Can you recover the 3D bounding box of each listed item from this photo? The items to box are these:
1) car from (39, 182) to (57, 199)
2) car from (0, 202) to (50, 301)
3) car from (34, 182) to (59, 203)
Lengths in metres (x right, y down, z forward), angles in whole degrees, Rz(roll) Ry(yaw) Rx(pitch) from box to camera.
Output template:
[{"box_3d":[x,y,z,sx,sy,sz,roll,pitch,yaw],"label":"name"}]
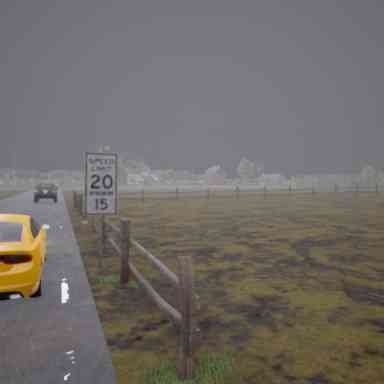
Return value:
[{"box_3d":[-19.335,-0.274,44.861,2.150,2.045,5.566,0,2,-22],"label":"car"},{"box_3d":[-4.363,1.227,7.527,1.882,1.535,5.008,0,2,-22],"label":"car"},{"box_3d":[-15.424,0.040,35.221,2.150,2.045,5.566,0,2,-21],"label":"car"}]
